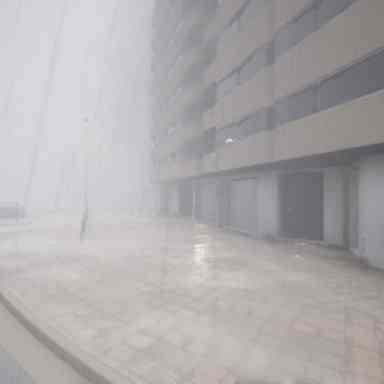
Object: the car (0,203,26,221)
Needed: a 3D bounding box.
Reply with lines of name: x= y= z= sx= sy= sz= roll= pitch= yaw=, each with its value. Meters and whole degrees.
car: x=-15.673 y=1.654 z=28.707 sx=1.882 sy=1.535 sz=5.008 roll=1 pitch=-1 yaw=-17
